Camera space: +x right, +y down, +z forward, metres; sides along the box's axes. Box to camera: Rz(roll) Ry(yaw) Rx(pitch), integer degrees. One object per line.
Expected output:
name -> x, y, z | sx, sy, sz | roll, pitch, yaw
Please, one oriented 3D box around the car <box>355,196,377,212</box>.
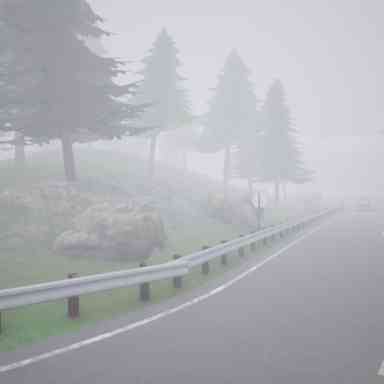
car -> 20.103, 1.295, 38.435 | 2.097, 1.767, 4.553 | 0, 0, 31
